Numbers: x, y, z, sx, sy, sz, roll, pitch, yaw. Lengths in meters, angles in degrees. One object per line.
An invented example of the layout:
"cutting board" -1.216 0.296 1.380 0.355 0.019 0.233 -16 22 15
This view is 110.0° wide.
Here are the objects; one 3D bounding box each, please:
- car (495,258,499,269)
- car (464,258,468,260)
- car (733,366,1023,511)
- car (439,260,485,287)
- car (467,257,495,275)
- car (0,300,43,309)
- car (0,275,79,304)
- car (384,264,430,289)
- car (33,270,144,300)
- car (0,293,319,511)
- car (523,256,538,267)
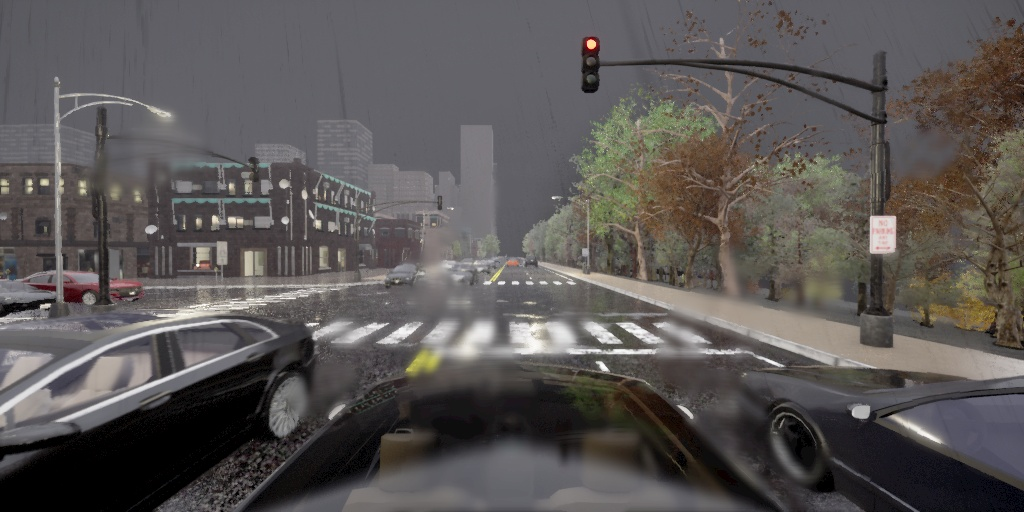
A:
"car" -3.284 1.257 53.018 1.812 1.442 4.674 0 0 0
"car" -6.527 1.082 53.134 2.097 1.767 4.553 0 0 0
"car" 3.350 1.297 1.482 2.033 1.411 5.357 0 0 0
"car" -3.324 1.236 24.630 2.128 1.511 4.902 0 0 0
"car" -3.310 1.227 38.887 2.128 1.511 4.902 0 0 0
"car" -6.600 1.275 1.990 1.812 1.442 4.674 0 0 0
"car" -19.933 1.564 13.658 4.313 1.339 1.948 0 0 0
"car" -6.576 1.252 22.889 1.837 1.490 4.892 0 -1 0
"car" -19.822 1.448 16.363 5.008 1.535 1.882 -1 1 0
"car" -3.350 1.241 2.535 2.128 1.511 4.902 0 0 0
"car" 3.424 0.948 64.229 2.150 2.045 5.566 0 0 0
